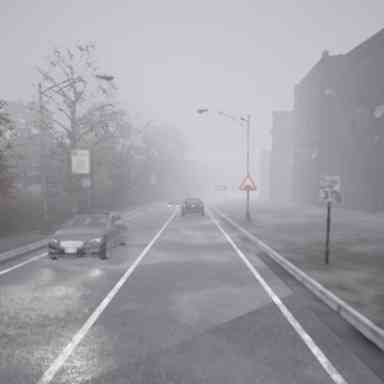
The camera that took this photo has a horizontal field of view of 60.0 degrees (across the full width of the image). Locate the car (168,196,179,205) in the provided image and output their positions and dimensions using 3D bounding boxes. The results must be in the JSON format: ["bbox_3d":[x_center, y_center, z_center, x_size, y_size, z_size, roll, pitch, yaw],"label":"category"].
[{"bbox_3d":[-2.671,1.375,55.295,2.033,1.411,5.357,1,1,7],"label":"car"}]

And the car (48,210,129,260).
[{"bbox_3d":[-3.600,1.469,12.327,2.128,1.511,4.902,0,0,0],"label":"car"}]

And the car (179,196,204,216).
[{"bbox_3d":[0.100,1.293,32.151,2.097,1.767,4.553,0,0,0],"label":"car"}]
